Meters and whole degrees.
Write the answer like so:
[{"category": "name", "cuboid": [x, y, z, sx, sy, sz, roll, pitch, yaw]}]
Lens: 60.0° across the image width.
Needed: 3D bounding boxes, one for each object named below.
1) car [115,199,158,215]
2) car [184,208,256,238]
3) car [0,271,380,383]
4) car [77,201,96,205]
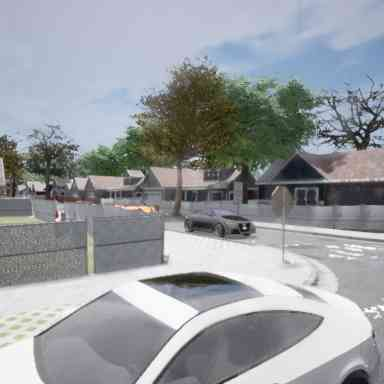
[{"category": "car", "cuboid": [-4.443, 1.361, 25.816, 2.097, 1.767, 4.553, 2, -1, -35]}, {"category": "car", "cuboid": [1.371, 1.553, 17.545, 1.994, 1.385, 4.181, 2, -1, -35]}, {"category": "car", "cuboid": [-0.198, 1.526, 2.807, 4.674, 1.442, 1.812, 0, 0, -36]}, {"category": "car", "cuboid": [-11.328, 1.637, 35.590, 1.895, 1.301, 4.718, 2, -1, -35]}]
